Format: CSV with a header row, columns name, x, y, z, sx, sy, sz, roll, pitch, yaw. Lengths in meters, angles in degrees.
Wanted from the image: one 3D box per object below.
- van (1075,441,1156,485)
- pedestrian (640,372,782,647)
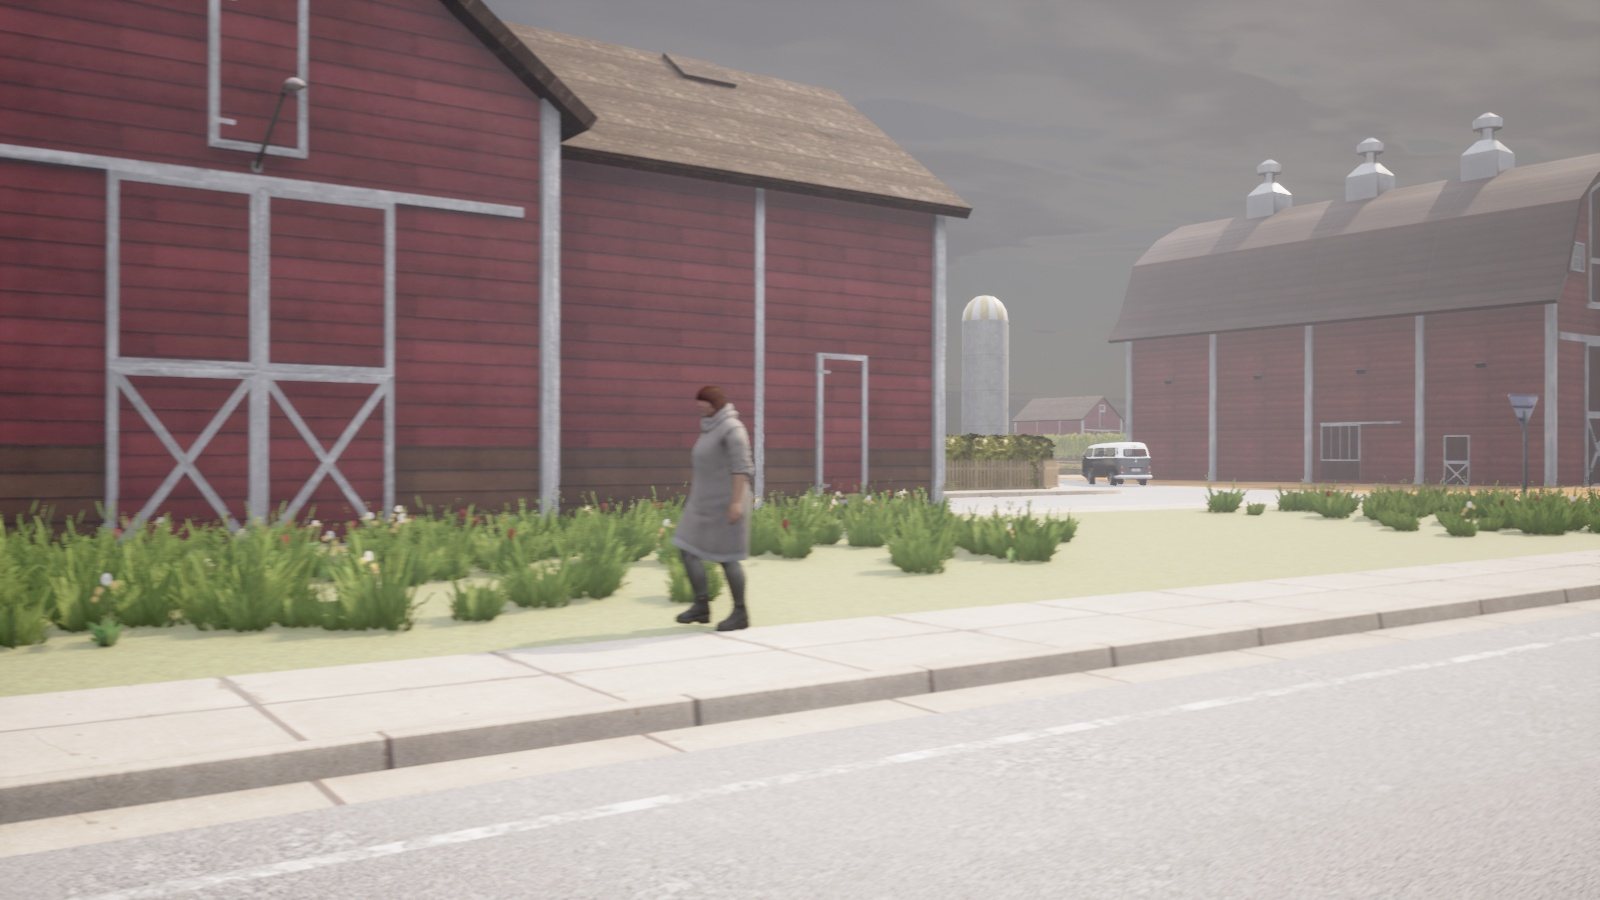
name,x,y,z,sx,sy,sz,roll,pitch,yaw
van,14.994,0.606,59.901,2.069,2.038,4.480,0,0,-10
pedestrian,-0.676,0.425,9.404,0.873,1.952,0.659,0,0,-26
